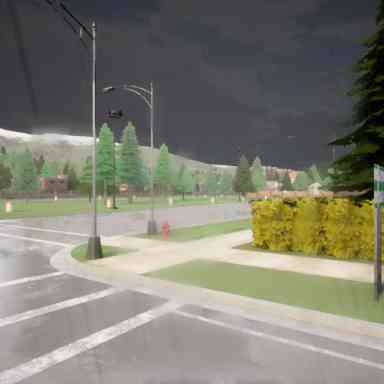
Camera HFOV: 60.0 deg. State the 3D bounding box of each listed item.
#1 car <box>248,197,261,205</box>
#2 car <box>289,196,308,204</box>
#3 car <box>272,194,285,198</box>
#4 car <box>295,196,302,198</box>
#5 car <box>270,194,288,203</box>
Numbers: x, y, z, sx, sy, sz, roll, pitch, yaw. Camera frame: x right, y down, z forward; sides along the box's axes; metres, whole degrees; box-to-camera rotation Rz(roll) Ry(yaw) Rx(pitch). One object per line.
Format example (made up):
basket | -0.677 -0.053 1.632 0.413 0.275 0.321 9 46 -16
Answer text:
car | 11.869 1.601 59.495 1.895 1.301 4.718 0 0 36
car | 21.428 1.547 66.725 2.033 1.411 5.357 0 0 36
car | 15.161 1.526 58.075 1.812 1.442 4.674 0 0 36
car | 18.185 1.564 56.280 1.994 1.385 4.181 0 0 36
car | 17.716 1.353 67.566 2.097 1.767 4.553 0 0 36
